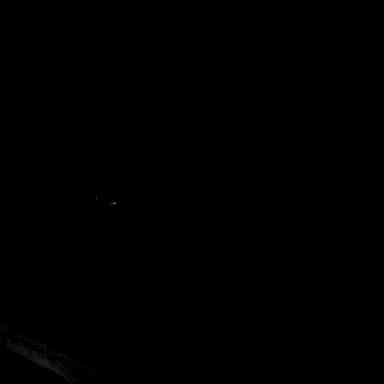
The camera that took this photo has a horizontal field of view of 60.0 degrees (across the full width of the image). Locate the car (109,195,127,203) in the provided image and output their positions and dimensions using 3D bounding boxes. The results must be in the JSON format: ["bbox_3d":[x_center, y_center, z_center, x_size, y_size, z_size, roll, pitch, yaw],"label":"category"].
[{"bbox_3d":[-12.435,1.250,60.769,1.994,1.385,4.181,0,1,39],"label":"car"}]

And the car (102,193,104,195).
[{"bbox_3d":[-16.361,1.058,61.446,2.097,1.767,4.553,0,1,39],"label":"car"}]
